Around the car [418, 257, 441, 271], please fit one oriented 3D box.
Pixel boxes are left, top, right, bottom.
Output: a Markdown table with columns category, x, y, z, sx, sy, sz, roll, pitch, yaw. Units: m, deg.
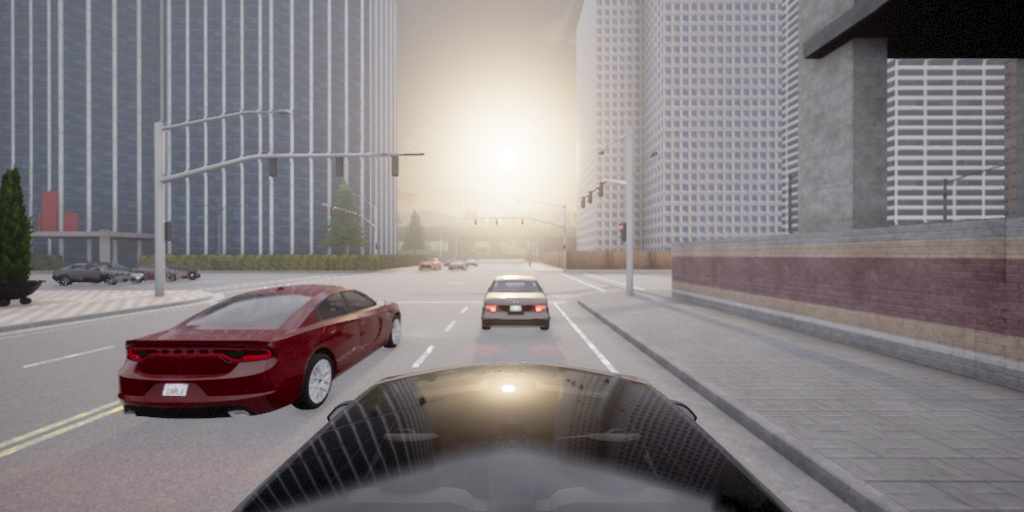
| category | x | y | z | sx | sy | sz | roll | pitch | yaw |
| --- | --- | --- | --- | --- | --- | --- | --- | --- | --- |
| car | -10.536 | 1.002 | 46.053 | 2.097 | 1.767 | 4.553 | 0 | 0 | 0 |

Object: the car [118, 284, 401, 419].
| category | x | y | z | sx | sy | sz | roll | pitch | yaw |
| --- | --- | --- | --- | --- | --- | --- | --- | --- | --- |
| car | -3.438 | 1.218 | 6.159 | 1.882 | 1.535 | 5.008 | 0 | 0 | 1 |

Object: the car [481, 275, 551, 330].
| category | x | y | z | sx | sy | sz | roll | pitch | yaw |
| --- | --- | --- | --- | --- | --- | --- | --- | --- | --- |
| car | 0.094 | 1.277 | 10.970 | 2.033 | 1.411 | 5.357 | 0 | 0 | 0 |

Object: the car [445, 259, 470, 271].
| category | x | y | z | sx | sy | sz | roll | pitch | yaw |
| --- | --- | --- | --- | --- | --- | --- | --- | --- | --- |
| car | -6.992 | 1.175 | 46.289 | 1.812 | 1.442 | 4.674 | 0 | 0 | 0 |

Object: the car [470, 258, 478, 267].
| category | x | y | z | sx | sy | sz | roll | pitch | yaw |
| --- | --- | --- | --- | --- | --- | --- | --- | --- | --- |
| car | -6.982 | 1.139 | 61.985 | 1.812 | 1.442 | 4.674 | 0 | 0 | 1 |

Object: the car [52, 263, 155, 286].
| category | x | y | z | sx | sy | sz | roll | pitch | yaw |
| --- | --- | --- | --- | --- | --- | --- | --- | --- | --- |
| car | -27.320 | 1.191 | 23.857 | 4.902 | 1.511 | 2.128 | 0 | 0 | 0 |

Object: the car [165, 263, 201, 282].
| category | x | y | z | sx | sy | sz | roll | pitch | yaw |
| --- | --- | --- | --- | --- | --- | --- | --- | --- | --- |
| car | -26.415 | 1.255 | 27.362 | 4.181 | 1.385 | 1.994 | 0 | 0 | 0 |
